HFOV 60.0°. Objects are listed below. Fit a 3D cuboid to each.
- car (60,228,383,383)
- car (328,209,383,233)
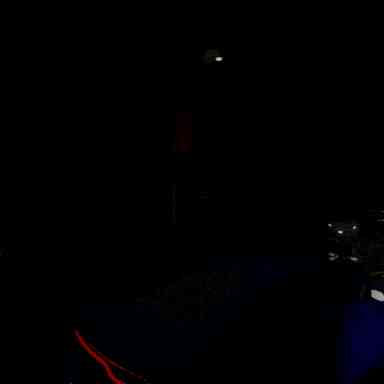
[{"bbox_3d":[1.042,1.499,4.182,5.008,1.535,1.882,1,0,-35],"label":"car"},{"bbox_3d":[9.807,1.691,18.664,5.357,1.411,2.033,1,0,-35],"label":"car"}]
